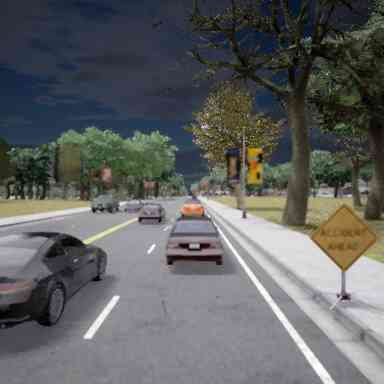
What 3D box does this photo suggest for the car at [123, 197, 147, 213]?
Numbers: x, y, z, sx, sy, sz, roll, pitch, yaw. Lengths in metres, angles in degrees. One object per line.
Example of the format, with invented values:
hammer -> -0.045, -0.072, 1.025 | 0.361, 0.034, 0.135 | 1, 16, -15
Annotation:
car -> -6.600, 1.652, 38.529 | 1.812, 1.442, 4.674 | 0, 0, 0

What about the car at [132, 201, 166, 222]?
car -> -3.169, 1.635, 26.929 | 2.033, 1.411, 5.357 | 0, 0, 0

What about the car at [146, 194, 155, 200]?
car -> -9.762, 1.250, 78.665 | 2.097, 1.767, 4.553 | 0, 0, 0

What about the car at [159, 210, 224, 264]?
car -> 0.083, 1.585, 11.943 | 2.033, 1.411, 5.357 | 0, 0, 0

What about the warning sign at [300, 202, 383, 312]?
warning sign -> 2.850, 1.134, 6.261 | 1.300, 1.860, 1.060 | 0, 0, 0

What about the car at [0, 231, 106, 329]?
car -> -3.193, 1.547, 6.952 | 1.812, 1.442, 4.674 | 0, 0, 0

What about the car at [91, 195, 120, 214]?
car -> -9.852, 1.346, 38.256 | 2.150, 2.045, 5.566 | 0, 0, 0

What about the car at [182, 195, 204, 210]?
car -> 0.088, 1.456, 31.736 | 2.097, 1.767, 4.553 | 0, 0, 0
